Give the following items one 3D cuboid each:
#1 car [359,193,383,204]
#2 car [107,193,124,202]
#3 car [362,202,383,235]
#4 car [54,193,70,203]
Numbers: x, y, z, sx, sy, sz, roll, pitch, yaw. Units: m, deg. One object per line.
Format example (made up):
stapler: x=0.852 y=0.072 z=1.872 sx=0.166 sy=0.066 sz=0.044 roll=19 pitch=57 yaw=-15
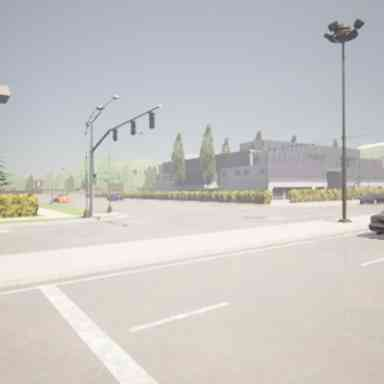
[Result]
car: x=24.212 y=0.894 z=44.236 sx=4.892 sy=1.490 sz=1.837 roll=-1 pitch=1 yaw=-34
car: x=-15.760 y=0.990 z=68.198 sx=2.097 sy=1.767 sz=4.553 roll=-1 pitch=1 yaw=-34
car: x=10.460 y=1.310 z=15.877 sx=5.357 sy=1.411 sz=2.033 roll=-1 pitch=1 yaw=-37
car: x=-24.441 y=1.127 z=62.432 sx=2.097 sy=1.767 sz=4.553 roll=-1 pitch=1 yaw=-34
